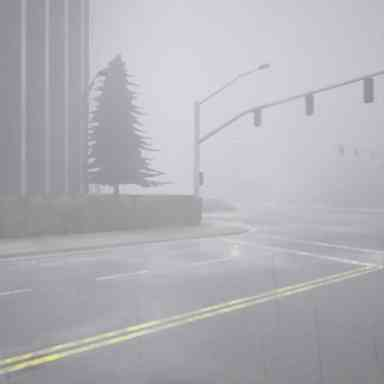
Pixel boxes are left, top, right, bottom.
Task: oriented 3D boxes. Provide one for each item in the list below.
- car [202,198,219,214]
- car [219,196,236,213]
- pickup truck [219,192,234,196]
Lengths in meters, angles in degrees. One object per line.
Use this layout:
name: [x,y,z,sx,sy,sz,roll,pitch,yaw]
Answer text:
car: [0.117,1.560,35.713,2.033,1.411,5.357,0,0,-36]
car: [2.941,1.520,37.783,1.837,1.490,4.892,0,0,-36]
pickup truck: [6.973,1.087,66.583,2.390,2.098,6.274,0,0,-6]
